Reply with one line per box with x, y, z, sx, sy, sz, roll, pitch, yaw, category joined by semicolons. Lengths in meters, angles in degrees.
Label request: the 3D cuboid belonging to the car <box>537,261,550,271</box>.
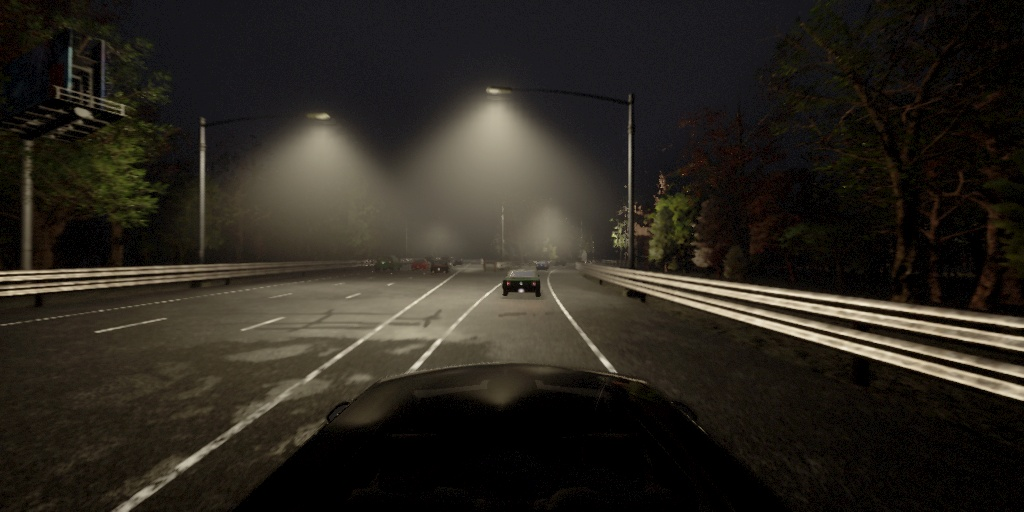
4.926;1.573;56.820;2.033;1.411;5.357;0;0;11;car

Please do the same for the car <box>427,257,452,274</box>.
-7.887;1.211;40.066;1.882;1.535;5.008;0;0;-5;car

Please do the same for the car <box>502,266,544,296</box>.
0.582;1.387;19.407;1.895;1.301;4.718;0;0;3;car

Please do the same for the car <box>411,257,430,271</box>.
-12.049;1.193;47.661;1.882;1.535;5.008;0;0;-5;car

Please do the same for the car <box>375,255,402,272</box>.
-15.291;0.917;44.500;2.150;2.045;5.566;0;0;-5;car
